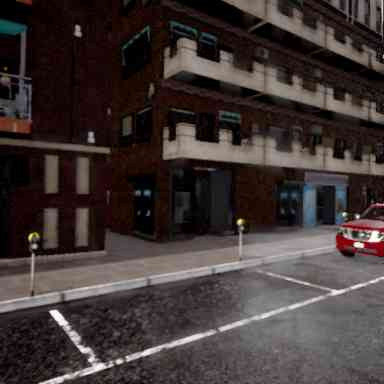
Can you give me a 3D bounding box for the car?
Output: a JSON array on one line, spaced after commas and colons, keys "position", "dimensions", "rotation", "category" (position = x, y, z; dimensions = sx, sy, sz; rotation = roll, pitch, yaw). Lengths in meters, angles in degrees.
[{"position": [7.173, 1.308, 11.657], "dimensions": [5.009, 1.841, 2.192], "rotation": [0, 1, -35], "category": "car"}]
